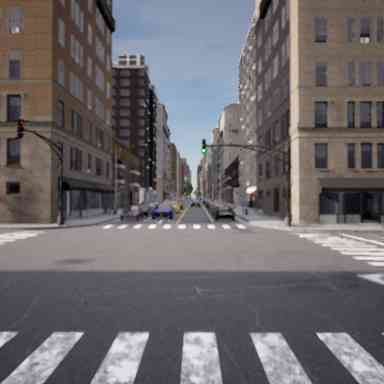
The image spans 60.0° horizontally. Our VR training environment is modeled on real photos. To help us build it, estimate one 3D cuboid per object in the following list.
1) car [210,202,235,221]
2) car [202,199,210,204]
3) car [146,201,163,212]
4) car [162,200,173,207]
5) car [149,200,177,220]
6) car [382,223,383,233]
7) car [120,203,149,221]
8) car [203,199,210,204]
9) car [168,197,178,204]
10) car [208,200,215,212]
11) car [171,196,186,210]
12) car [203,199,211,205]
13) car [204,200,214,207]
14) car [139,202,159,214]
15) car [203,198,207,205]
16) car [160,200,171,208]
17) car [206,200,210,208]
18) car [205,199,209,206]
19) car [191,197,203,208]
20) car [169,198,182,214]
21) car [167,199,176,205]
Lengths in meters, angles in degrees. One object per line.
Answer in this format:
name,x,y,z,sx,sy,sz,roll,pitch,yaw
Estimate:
car,2.992,1.904,31.142,1.947,1.339,4.313,1,-1,1
car,3.774,2.546,91.972,1.947,1.339,4.313,1,-1,1
car,-5.319,2.062,47.833,1.887,1.381,4.507,1,-1,1
car,-5.035,2.317,69.948,1.947,1.339,4.313,1,-1,1
car,-2.755,1.832,32.578,1.882,1.535,5.008,0,-1,0
car,13.557,1.711,19.178,4.553,1.767,2.097,0,-1,0
car,-5.533,1.922,31.248,1.802,1.307,4.206,1,-1,1
car,3.703,2.504,86.442,1.802,1.307,4.206,1,-1,1
car,-4.819,2.239,86.536,2.192,1.841,5.009,1,-1,1
car,3.064,1.942,36.672,1.887,1.381,4.507,1,-1,1
car,-2.411,1.917,52.367,2.097,1.767,4.553,0,-1,1
car,3.632,2.430,80.912,1.947,1.339,4.313,1,-1,1
car,3.490,2.300,69.852,2.008,1.369,4.403,1,-1,1
car,-5.390,2.009,42.305,2.008,1.369,4.403,1,-1,1
car,3.348,2.199,58.792,1.947,1.339,4.313,1,-1,1
car,-5.108,2.216,64.250,1.752,1.417,4.829,1,-1,1
car,3.134,2.007,42.202,2.008,1.369,4.403,1,-1,1
car,3.206,2.060,47.732,1.887,1.381,4.507,1,-1,1
car,0.716,2.195,62.233,1.812,1.442,4.674,0,-1,1
car,-2.606,1.935,42.238,1.882,1.535,5.008,0,-1,1
car,-4.893,2.432,81.005,1.947,1.339,4.313,1,-1,1
